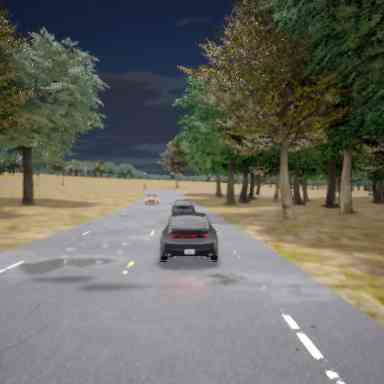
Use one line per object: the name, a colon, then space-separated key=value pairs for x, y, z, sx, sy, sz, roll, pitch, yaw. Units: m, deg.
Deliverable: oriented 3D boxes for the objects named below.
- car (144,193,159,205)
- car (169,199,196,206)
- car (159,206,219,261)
car: x=-6.004 y=0.987 z=49.840 sx=2.097 sy=1.767 sz=4.553 roll=0 pitch=1 yaw=-4
car: x=-0.750 y=1.356 z=27.178 sx=1.837 sy=1.490 sz=4.892 roll=0 pitch=1 yaw=-3
car: x=-0.123 y=1.471 z=12.051 sx=1.837 sy=1.490 sz=4.892 roll=0 pitch=0 yaw=-1
